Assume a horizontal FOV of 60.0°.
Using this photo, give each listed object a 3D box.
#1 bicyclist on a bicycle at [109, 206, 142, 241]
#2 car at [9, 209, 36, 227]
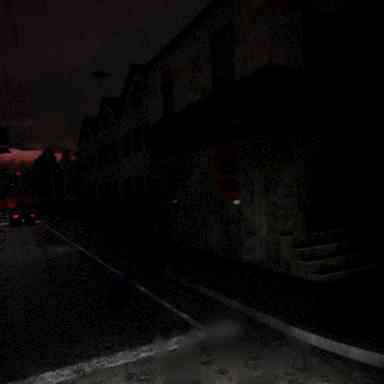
[{"bbox_3d":[-3.198,1.489,15.943,1.656,1.620,0.582,-2,0,-29],"label":"bicyclist on a bicycle"},{"bbox_3d":[-14.958,2.212,29.375,1.812,1.442,4.674,-2,0,-29],"label":"car"}]
